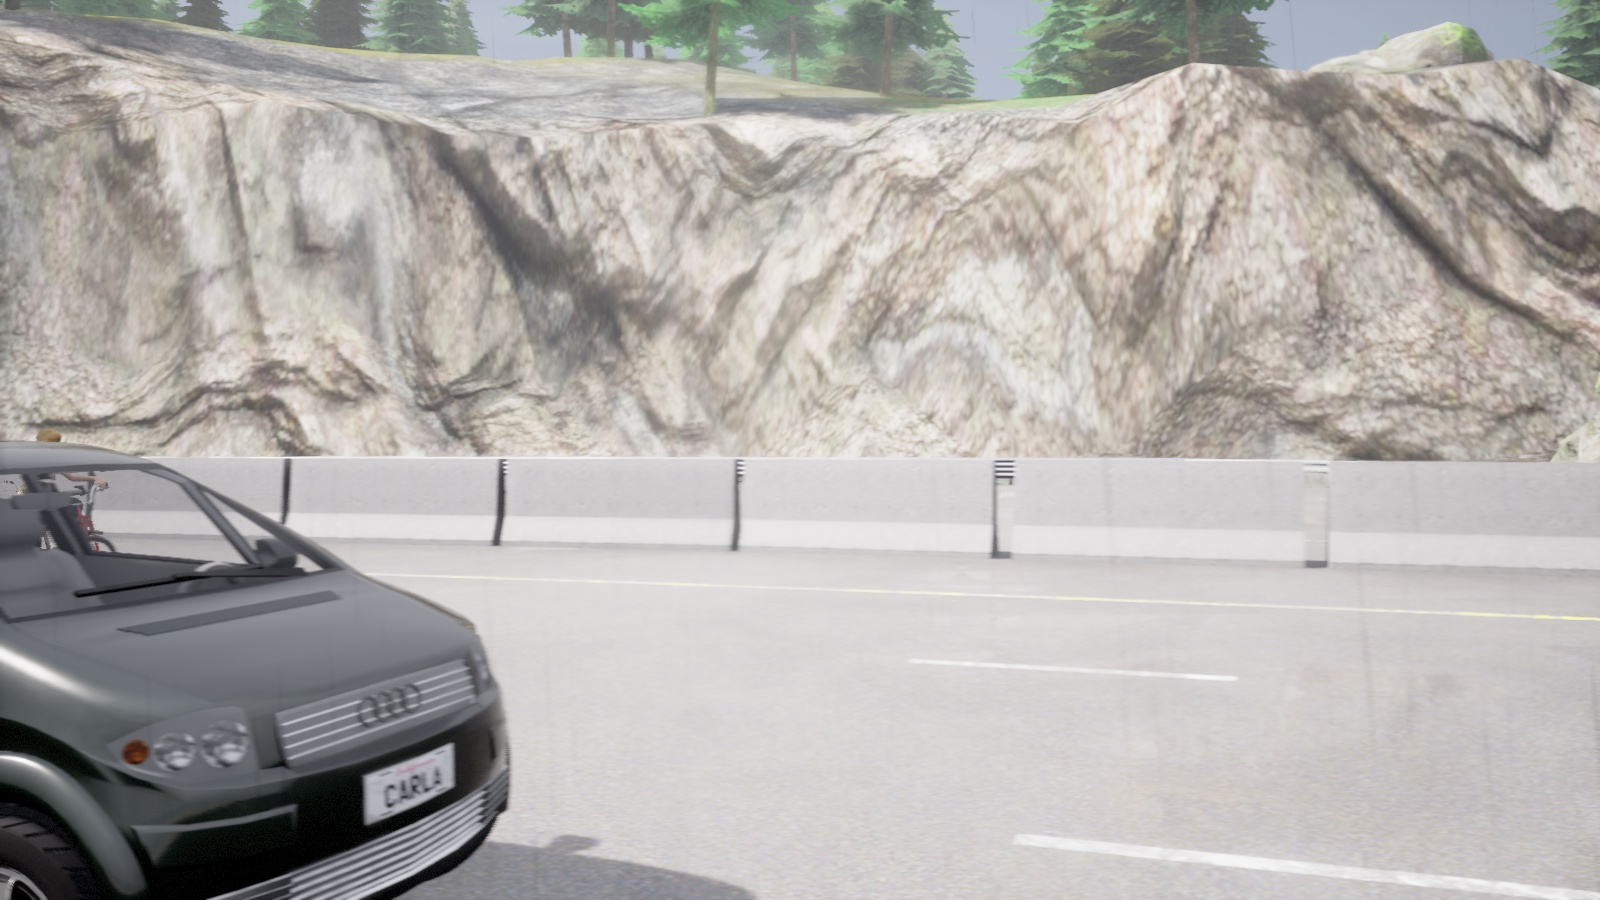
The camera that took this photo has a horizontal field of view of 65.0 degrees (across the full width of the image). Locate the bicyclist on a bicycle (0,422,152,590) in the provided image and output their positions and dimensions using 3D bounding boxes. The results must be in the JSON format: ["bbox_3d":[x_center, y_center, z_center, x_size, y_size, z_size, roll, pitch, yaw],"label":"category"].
[{"bbox_3d":[-7.520,0.529,12.696,1.509,1.612,0.866,0,1,14],"label":"bicyclist on a bicycle"}]

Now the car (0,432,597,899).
[{"bbox_3d":[-2.761,0.731,4.164,3.705,1.549,1.789,0,1,21],"label":"car"}]
